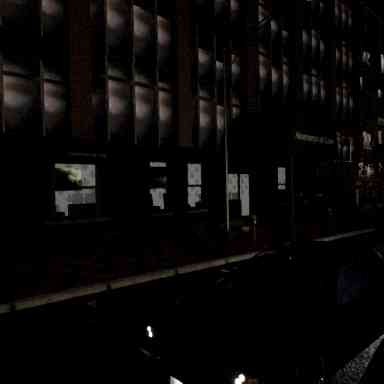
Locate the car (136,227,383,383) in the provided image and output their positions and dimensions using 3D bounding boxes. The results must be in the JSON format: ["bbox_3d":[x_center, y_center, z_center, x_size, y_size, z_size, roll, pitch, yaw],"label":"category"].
[{"bbox_3d":[1.842,1.525,5.104,5.357,1.411,2.033,-1,0,-42],"label":"car"}]

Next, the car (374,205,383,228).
[{"bbox_3d":[11.154,1.170,16.975,5.009,1.841,2.192,-1,-1,-42],"label":"car"}]
